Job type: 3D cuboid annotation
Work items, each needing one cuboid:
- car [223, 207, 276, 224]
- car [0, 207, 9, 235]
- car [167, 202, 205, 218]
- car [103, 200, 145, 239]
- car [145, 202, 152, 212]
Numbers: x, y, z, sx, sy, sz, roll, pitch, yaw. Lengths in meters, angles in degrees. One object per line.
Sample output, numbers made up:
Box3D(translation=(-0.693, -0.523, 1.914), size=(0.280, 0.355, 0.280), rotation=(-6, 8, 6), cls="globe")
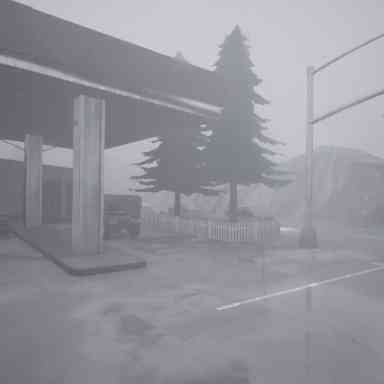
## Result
Box3D(translation=(4.245, 1.816, 24.900), size=(1.994, 1.385, 4.181), rotation=(1, 0, -35), cls="car")
Box3D(translation=(-11.604, 1.521, 18.514), size=(2.242, 1.667, 4.611), rotation=(1, 0, -36), cls="car")
Box3D(translation=(-0.671, 1.721, 31.899), size=(1.812, 1.442, 4.674), rotation=(1, 0, -35), cls="car")
Box3D(translation=(-4.473, 1.446, 18.305), size=(1.905, 1.878, 3.866), rotation=(1, 0, -36), cls="car")
Box3D(translation=(-6.536, 1.653, 40.227), size=(1.812, 1.442, 4.674), rotation=(1, 0, -35), cls="car")
